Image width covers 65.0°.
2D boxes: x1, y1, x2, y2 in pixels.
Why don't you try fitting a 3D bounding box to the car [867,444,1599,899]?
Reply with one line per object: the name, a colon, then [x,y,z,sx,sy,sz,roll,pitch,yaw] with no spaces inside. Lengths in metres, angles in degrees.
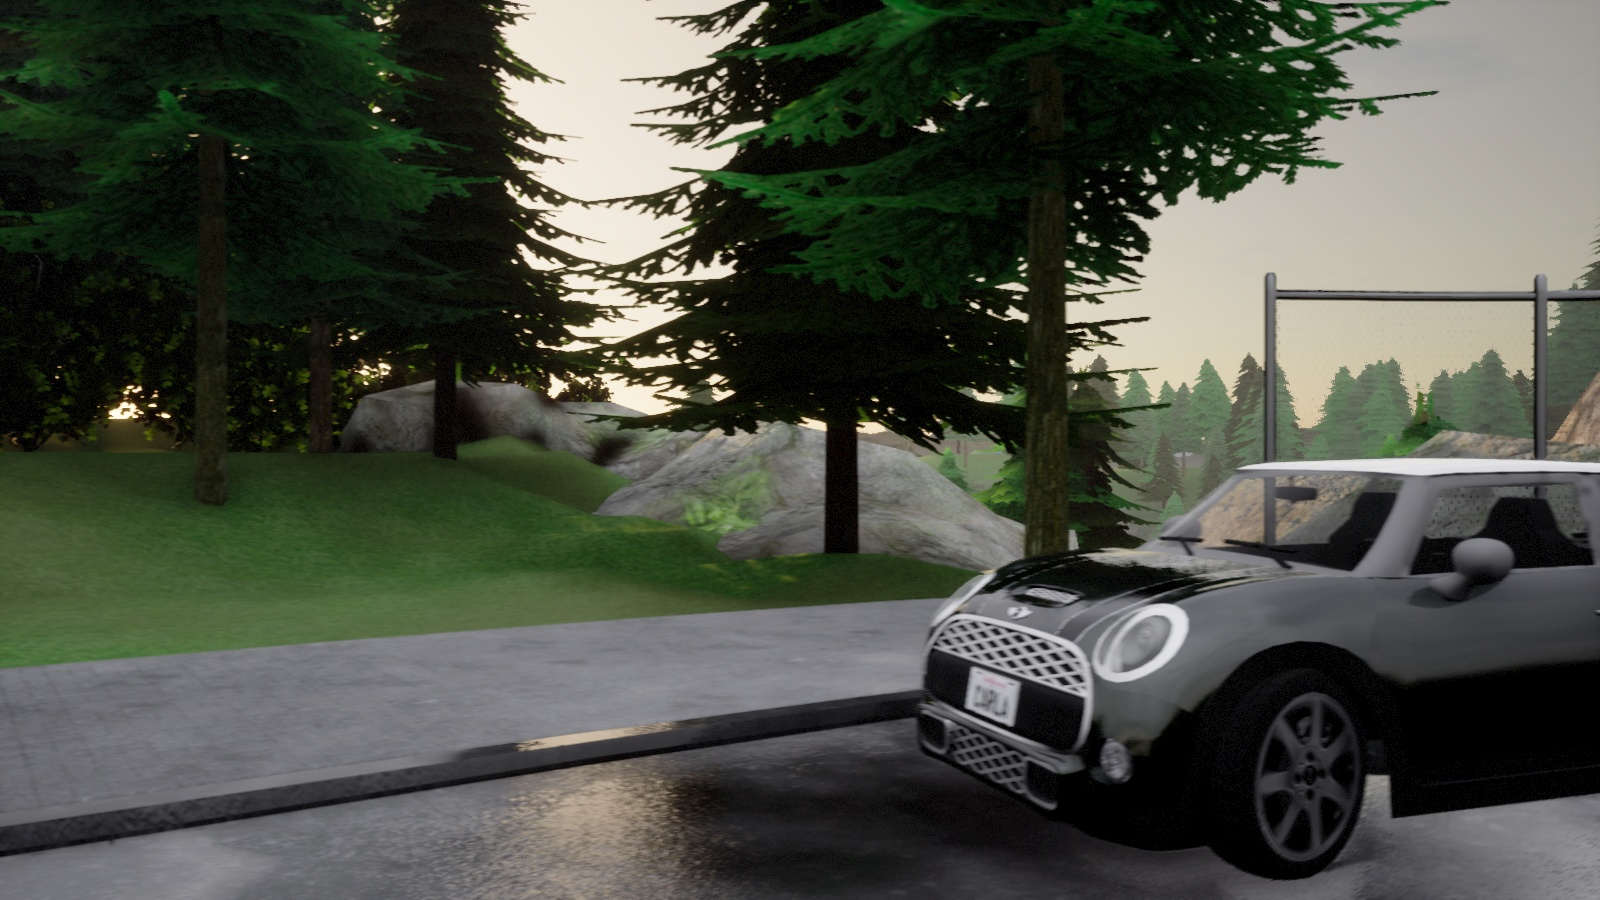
car: [2.437,0.720,5.569,3.806,1.475,1.970,0,0,-20]
